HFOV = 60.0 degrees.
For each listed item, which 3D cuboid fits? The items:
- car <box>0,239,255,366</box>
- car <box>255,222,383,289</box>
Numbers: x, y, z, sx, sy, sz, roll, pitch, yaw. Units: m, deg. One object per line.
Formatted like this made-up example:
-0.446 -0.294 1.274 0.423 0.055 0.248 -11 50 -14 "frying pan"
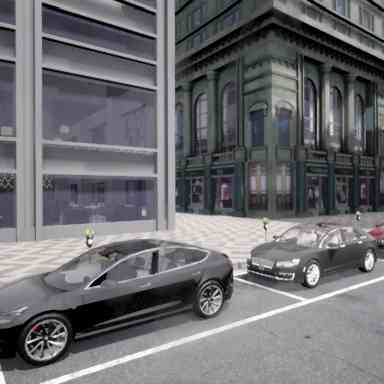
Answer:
-1.178 1.566 5.818 4.313 1.339 1.947 0 0 -36 "car"
3.403 1.551 9.101 4.403 1.369 2.008 0 0 -36 "car"
